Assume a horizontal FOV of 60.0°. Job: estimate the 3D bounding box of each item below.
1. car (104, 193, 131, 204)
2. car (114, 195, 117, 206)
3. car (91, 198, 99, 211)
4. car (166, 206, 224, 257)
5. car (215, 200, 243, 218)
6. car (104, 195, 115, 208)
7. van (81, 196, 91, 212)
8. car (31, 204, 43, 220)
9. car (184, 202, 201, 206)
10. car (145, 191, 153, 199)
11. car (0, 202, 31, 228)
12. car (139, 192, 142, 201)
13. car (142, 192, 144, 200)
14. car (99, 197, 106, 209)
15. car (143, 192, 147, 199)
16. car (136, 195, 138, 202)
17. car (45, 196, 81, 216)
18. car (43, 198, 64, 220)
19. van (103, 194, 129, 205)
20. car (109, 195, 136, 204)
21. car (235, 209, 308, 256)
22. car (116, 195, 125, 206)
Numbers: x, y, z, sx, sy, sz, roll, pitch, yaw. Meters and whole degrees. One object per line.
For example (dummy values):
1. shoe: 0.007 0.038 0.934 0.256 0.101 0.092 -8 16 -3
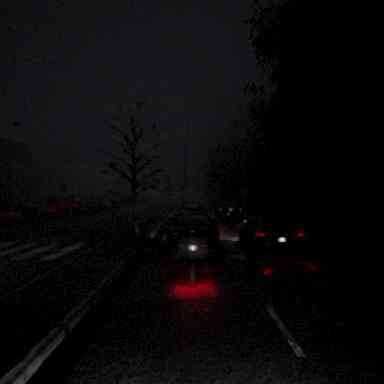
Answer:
1. car: -13.890 1.311 57.334 5.566 2.045 2.435 -1 1 -20
2. car: -13.839 1.644 48.407 4.792 1.488 2.163 -1 0 -20
3. car: -13.867 1.667 39.438 4.674 1.452 2.002 -1 0 -20
4. car: 0.046 1.523 13.038 1.837 1.490 4.892 0 0 0
5. car: 3.046 1.441 27.960 2.097 1.767 4.553 0 0 0
6. car: -13.696 1.618 45.480 5.366 1.575 1.946 -1 0 -20
7. van: -13.770 1.397 36.506 4.442 1.987 1.878 -1 -1 -20
8. car: -13.909 1.594 24.507 4.792 1.488 2.163 -1 0 -20
9. car: 0.050 1.619 28.709 1.812 1.442 4.674 0 0 0
10. car: -13.813 1.300 90.271 4.792 1.488 2.163 -1 0 -20
11. car: -13.712 1.541 21.603 5.366 1.575 1.946 -1 -1 -20
12. car: -13.823 1.304 72.274 4.553 1.767 2.185 -1 1 -20
13. car: -13.844 1.444 75.247 4.674 1.452 2.002 -1 1 -20
14. car: -13.897 1.660 42.411 4.792 1.488 2.163 -1 0 -20
15. car: -13.821 1.407 78.266 4.792 1.488 2.163 -1 0 -20
16. car: -13.835 1.258 63.330 5.566 2.045 2.435 -1 0 -20
17. car: -13.849 1.487 33.479 4.553 1.767 2.185 -1 0 -20
18. car: -13.707 1.577 27.569 5.366 1.575 1.946 -1 -1 -20
19. van: -13.753 1.308 60.377 4.442 1.987 1.878 -1 0 -20
20. car: -13.849 1.484 66.300 4.892 1.521 2.231 -1 1 -20
21. car: 3.047 1.582 13.169 1.994 1.385 4.181 0 0 1
22. car: -13.859 1.622 54.365 4.674 1.452 2.002 -1 1 -20
